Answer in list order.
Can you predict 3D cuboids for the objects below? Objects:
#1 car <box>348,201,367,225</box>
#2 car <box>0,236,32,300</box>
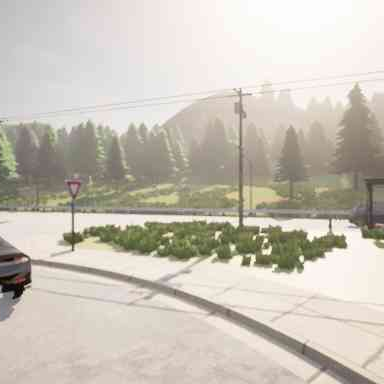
[{"bbox_3d":[12.403,1.381,21.057,4.553,1.767,2.097,0,0,22],"label":"car"},{"bbox_3d":[-5.395,1.524,7.295,4.902,1.511,2.128,0,0,38],"label":"car"}]
